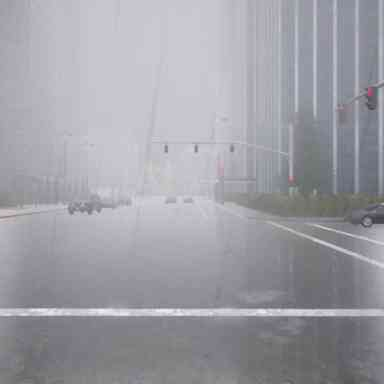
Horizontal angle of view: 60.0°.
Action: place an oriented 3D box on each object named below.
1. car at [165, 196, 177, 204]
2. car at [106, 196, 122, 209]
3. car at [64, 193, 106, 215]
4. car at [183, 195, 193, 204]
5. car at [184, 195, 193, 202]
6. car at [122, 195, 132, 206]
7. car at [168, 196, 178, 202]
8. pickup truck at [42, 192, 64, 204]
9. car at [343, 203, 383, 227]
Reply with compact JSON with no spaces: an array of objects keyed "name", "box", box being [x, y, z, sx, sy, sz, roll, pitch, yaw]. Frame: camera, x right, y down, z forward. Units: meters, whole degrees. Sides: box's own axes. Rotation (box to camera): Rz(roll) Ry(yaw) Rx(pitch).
[{"name":"car","box":[-4.140,1.601,64.977,1.895,1.301,4.718,0,0,0]},{"name":"car","box":[-11.169,1.564,44.393,1.994,1.385,4.181,0,0,-1]},{"name":"car","box":[-11.085,1.221,34.864,2.150,2.045,5.566,0,0,-1]},{"name":"car","box":[-0.743,1.526,65.316,1.812,1.442,4.674,0,0,0]},{"name":"car","box":[-0.828,1.387,75.567,1.882,1.535,5.008,0,0,0]},{"name":"car","box":[-11.242,1.352,54.600,2.097,1.767,4.553,0,0,-1]},{"name":"car","box":[-4.324,1.540,75.238,2.033,1.411,5.357,0,0,0]},{"name":"pickup truck","box":[-24.321,1.059,60.016,2.390,2.098,6.274,0,0,30]},{"name":"car","box":[12.634,1.505,22.053,4.892,1.490,1.837,0,0,0]}]
